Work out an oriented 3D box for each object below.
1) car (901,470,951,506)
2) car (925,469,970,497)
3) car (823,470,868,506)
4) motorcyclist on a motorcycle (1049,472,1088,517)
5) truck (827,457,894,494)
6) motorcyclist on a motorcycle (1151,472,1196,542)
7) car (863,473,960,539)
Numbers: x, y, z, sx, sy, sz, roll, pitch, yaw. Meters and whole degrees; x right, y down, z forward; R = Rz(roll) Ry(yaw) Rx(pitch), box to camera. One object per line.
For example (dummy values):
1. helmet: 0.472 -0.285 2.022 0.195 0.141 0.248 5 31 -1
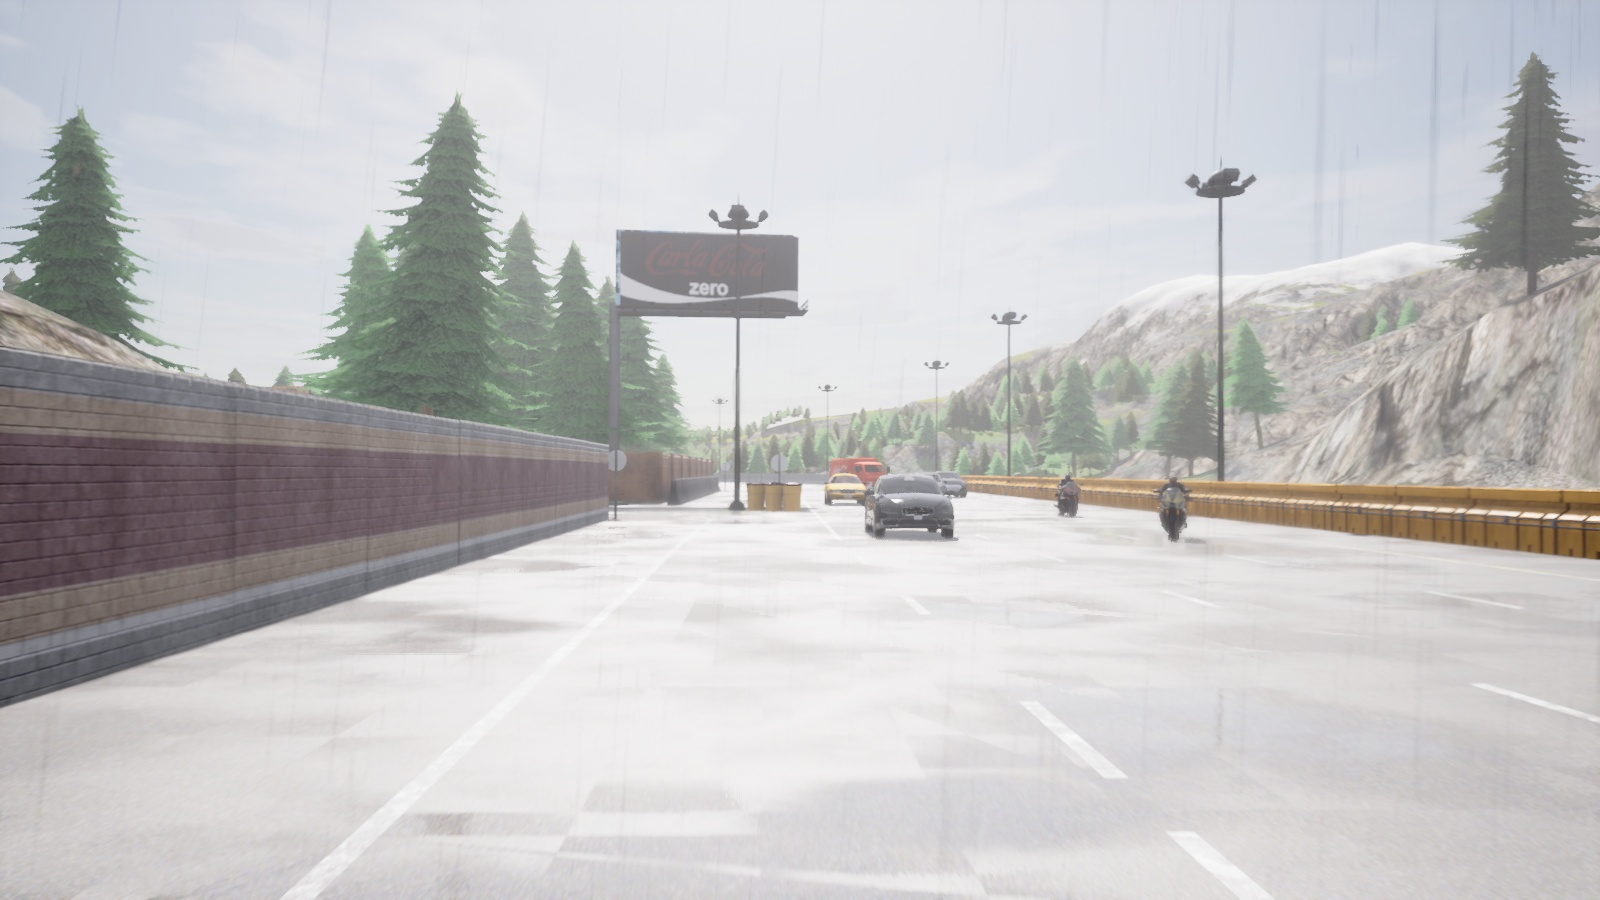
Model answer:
1. car: 5.617 1.707 56.223 1.789 1.549 3.705 0 -1 -1
2. car: 8.749 1.954 74.939 2.033 1.649 4.856 0 -1 -1
3. car: 2.071 1.716 58.505 1.801 1.575 5.366 0 -1 -1
4. motorcyclist on a motorcycle: 9.363 1.539 43.909 0.866 1.530 2.191 0 0 -1
5. truck: 4.101 1.745 86.294 2.627 2.467 5.204 0 -1 -22
6. motorcyclist on a motorcycle: 8.660 1.296 29.068 0.866 1.530 2.191 -2 -1 19
7. car: 2.628 1.320 30.683 1.837 1.490 4.892 0 -1 -1
